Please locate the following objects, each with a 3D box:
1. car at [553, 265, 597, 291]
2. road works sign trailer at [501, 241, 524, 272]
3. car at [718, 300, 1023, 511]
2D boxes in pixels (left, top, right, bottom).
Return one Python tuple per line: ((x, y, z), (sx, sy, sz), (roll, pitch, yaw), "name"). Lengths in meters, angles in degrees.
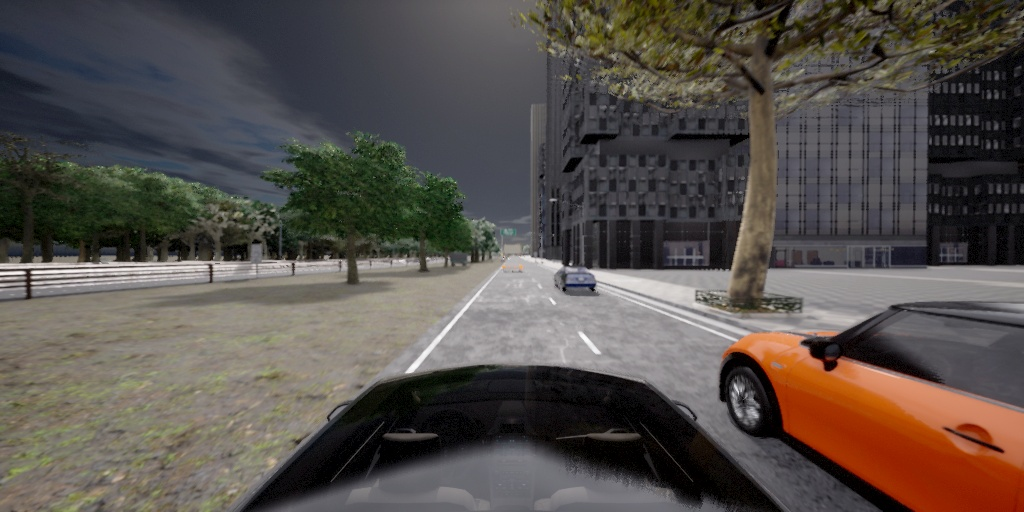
((3.606, 1.244, 21.189), (2.033, 1.411, 5.357), (0, 0, 0), "car")
((0.032, 0.167, 45.966), (2.380, 3.560, 2.880), (0, 0, 0), "road works sign trailer")
((3.600, 1.099, 2.577), (2.097, 1.767, 4.553), (0, 0, 0), "car")
